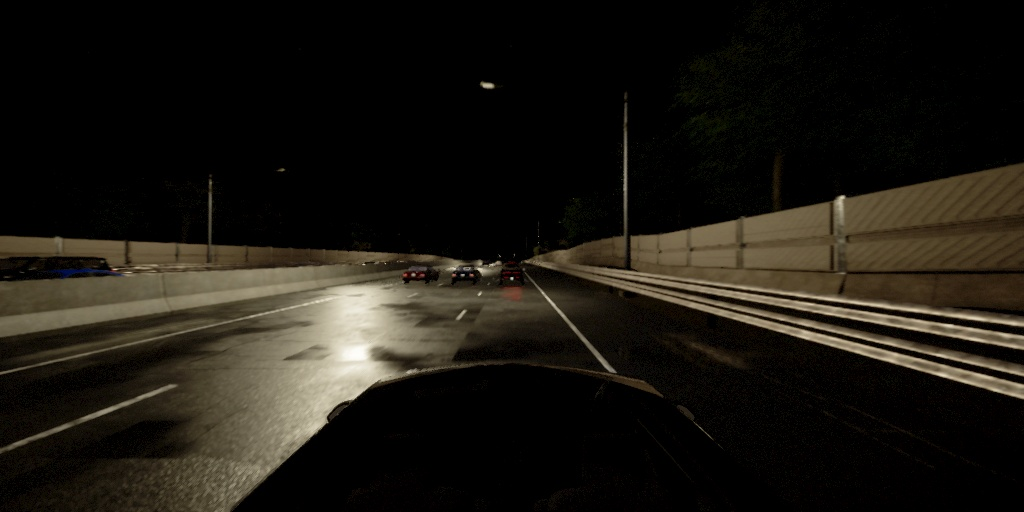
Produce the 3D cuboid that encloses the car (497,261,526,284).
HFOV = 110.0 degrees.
[{"bbox_3d":[-0.007,1.370,28.041,1.837,1.490,4.892,0,0,0],"label":"car"}]

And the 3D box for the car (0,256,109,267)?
[{"bbox_3d":[-21.059,1.020,15.722,2.150,2.045,5.566,0,-1,0],"label":"car"}]

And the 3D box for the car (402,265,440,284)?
[{"bbox_3d":[-7.008,1.406,28.014,2.033,1.411,5.357,0,0,0],"label":"car"}]

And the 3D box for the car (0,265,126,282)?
[{"bbox_3d":[-17.577,1.269,14.087,1.882,1.535,5.008,0,-1,0],"label":"car"}]

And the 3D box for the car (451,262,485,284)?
[{"bbox_3d":[-3.509,1.409,28.015,2.033,1.411,5.357,0,0,0],"label":"car"}]
